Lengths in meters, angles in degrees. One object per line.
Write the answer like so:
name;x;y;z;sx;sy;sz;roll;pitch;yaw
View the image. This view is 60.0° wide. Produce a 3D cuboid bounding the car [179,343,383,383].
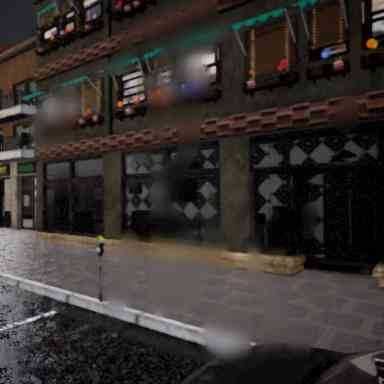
car;1.740;1.547;1.639;4.403;1.369;2.008;0;-1;36
